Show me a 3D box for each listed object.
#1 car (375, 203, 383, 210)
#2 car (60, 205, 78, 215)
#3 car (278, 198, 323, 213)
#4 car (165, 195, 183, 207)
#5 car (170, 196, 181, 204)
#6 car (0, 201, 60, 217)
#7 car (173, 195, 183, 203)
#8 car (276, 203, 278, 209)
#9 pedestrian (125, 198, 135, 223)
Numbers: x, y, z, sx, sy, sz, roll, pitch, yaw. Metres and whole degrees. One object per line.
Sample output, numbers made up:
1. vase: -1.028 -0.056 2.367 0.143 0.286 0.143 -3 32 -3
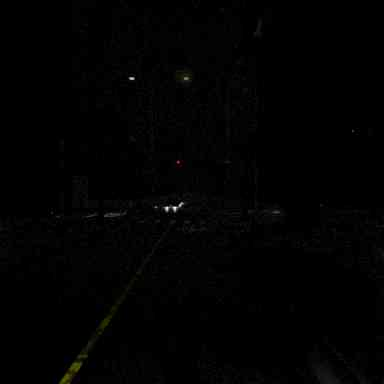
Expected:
1. car: 24.574 1.616 40.066 4.718 1.301 1.895 0 0 0
2. car: -14.075 1.588 33.544 4.718 1.301 1.895 0 0 0
3. car: 12.208 1.569 36.870 4.181 1.385 1.994 0 0 0
4. car: -3.036 1.541 52.979 2.033 1.411 5.357 0 0 4
5. car: -3.040 1.470 62.781 1.882 1.535 5.008 0 0 0
6. car: -15.014 1.594 30.289 4.718 1.301 1.895 0 0 -2
7. car: -2.990 1.517 72.944 2.128 1.511 4.902 0 0 0
8. car: 12.648 1.491 40.119 4.902 1.511 2.128 0 0 0
9. pedestrian: -4.419 1.291 23.606 0.375 1.860 0.375 0 0 0
